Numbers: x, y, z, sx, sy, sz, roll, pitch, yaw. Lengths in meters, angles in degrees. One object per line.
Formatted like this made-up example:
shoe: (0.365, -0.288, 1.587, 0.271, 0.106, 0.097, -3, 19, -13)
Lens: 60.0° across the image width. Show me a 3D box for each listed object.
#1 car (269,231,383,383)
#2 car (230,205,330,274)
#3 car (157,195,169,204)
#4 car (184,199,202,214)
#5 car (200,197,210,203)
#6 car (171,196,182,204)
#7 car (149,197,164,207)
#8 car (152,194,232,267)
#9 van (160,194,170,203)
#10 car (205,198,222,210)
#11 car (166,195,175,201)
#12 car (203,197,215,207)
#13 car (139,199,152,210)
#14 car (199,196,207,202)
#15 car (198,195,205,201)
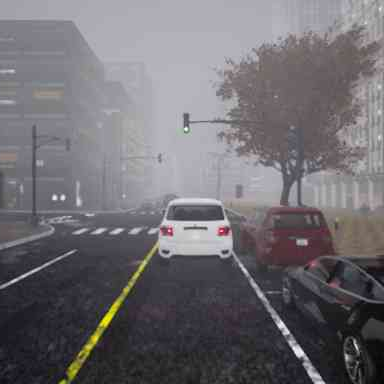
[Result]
car: (2.693, 1.567, 5.005, 1.947, 1.339, 4.313, 0, 0, 0)
car: (2.695, 1.317, 10.528, 2.192, 1.841, 5.009, 0, 0, 0)
car: (-5.678, 1.488, 65.049, 1.967, 1.590, 4.097, 0, 0, 0)
car: (0.095, 1.540, 36.612, 1.812, 1.442, 4.674, 0, 0, 0)
car: (2.703, 1.638, 70.579, 1.802, 1.307, 4.206, 0, 0, 0)
car: (-3.001, 1.549, 65.054, 1.837, 1.490, 4.892, 0, 1, 0)
car: (-5.680, 1.583, 53.983, 2.008, 1.369, 4.403, 0, 0, 0)
car: (0.107, 1.223, 11.568, 2.150, 2.045, 5.566, 0, 0, 0)
van: (-5.678, 1.397, 70.582, 1.690, 1.788, 3.998, 0, 0, 0)
car: (2.698, 1.564, 42.916, 1.887, 1.381, 4.507, 0, 0, 0)
car: (-5.675, 1.522, 87.179, 1.967, 1.590, 4.097, 0, 0, 0)
car: (2.700, 1.558, 54.152, 1.752, 1.417, 4.829, 0, 0, 0)
car: (-5.682, 1.570, 42.917, 2.008, 1.369, 4.403, 0, 0, 0)
car: (2.704, 1.598, 81.815, 1.752, 1.417, 4.829, 0, 0, 0)
car: (2.706, 1.637, 92.710, 1.887, 1.381, 4.507, 0, 0, 0)
